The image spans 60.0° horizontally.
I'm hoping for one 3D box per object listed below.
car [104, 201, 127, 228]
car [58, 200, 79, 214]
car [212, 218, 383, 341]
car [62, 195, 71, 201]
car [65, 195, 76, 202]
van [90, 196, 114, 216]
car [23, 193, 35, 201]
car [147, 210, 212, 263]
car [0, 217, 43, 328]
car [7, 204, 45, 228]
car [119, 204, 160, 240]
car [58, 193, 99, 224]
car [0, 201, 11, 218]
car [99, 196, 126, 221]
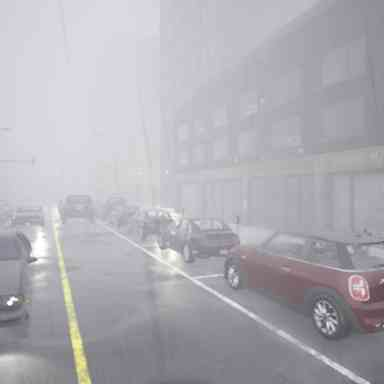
[{"bbox_3d":[-4.318,1.534,21.933,1.947,1.339,4.313,0,0,-23],"label":"car"},{"bbox_3d":[-13.170,1.551,35.288,1.895,1.301,4.718,0,0,-23],"label":"car"},{"bbox_3d":[2.269,1.429,6.727,1.967,1.590,4.097,0,0,-23],"label":"car"},{"bbox_3d":[-31.141,1.505,82.506,1.802,1.307,4.206,0,0,-25],"label":"car"},{"bbox_3d":[-26.418,1.365,72.229,1.967,1.590,4.097,0,0,-25],"label":"car"},{"bbox_3d":[-8.709,1.295,32.070,1.690,1.788,3.998,0,0,-23],"label":"van"},{"bbox_3d":[-38.891,1.371,78.954,1.967,1.590,4.097,0,0,-25],"label":"car"},{"bbox_3d":[0.074,1.533,11.796,2.008,1.369,4.403,0,0,-23],"label":"car"},{"bbox_3d":[-4.360,1.538,7.042,2.033,1.411,5.357,0,0,-24],"label":"car"},{"bbox_3d":[-10.628,1.571,21.760,1.895,1.301,4.718,0,0,-23],"label":"car"},{"bbox_3d":[-2.122,1.526,16.864,2.008,1.369,4.403,0,0,-23],"label":"car"},{"bbox_3d":[-8.587,1.186,24.760,2.150,2.045,5.566,0,0,-23],"label":"car"},{"bbox_3d":[-14.334,1.535,23.606,1.947,1.339,4.313,0,0,-23],"label":"car"},{"bbox_3d":[-6.513,1.276,27.001,2.192,1.841,5.009,0,0,-23],"label":"car"}]
